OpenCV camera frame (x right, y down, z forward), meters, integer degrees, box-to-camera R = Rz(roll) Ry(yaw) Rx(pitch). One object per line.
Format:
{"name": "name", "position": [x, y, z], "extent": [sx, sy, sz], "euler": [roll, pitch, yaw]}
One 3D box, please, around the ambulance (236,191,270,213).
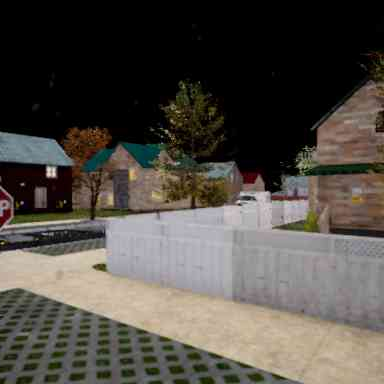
{"name": "ambulance", "position": [7.255, 1.157, 39.908], "extent": [2.351, 2.431, 6.366], "euler": [0, -1, 34]}
